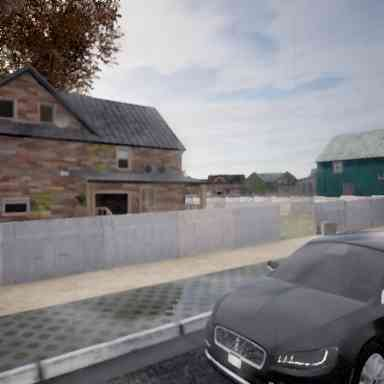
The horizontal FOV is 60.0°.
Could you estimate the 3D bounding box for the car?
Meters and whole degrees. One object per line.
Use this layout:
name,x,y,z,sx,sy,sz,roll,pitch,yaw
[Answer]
car,2.408,1.405,4.769,4.892,1.490,1.837,-2,1,-35
